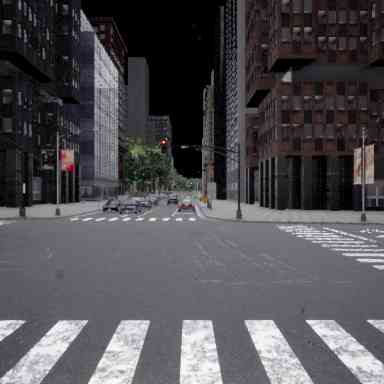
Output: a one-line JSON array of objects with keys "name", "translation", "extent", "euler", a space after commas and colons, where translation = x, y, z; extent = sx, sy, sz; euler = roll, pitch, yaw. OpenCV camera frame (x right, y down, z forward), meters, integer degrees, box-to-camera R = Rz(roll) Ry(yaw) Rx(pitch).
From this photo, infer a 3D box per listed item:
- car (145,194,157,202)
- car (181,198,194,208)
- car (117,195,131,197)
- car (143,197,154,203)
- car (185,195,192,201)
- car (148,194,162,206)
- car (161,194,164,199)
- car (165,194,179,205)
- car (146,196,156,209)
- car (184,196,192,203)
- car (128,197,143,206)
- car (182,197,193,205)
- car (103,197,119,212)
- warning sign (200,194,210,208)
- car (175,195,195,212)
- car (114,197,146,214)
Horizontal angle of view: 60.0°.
[{"name": "car", "translation": [-9.392, 1.417, 76.900], "extent": [2.192, 1.841, 5.009], "euler": [0, 0, 0]}, {"name": "car", "translation": [-0.686, 1.615, 49.822], "extent": [1.802, 1.307, 4.206], "euler": [0, 0, 0]}, {"name": "car", "translation": [-9.176, 1.335, 44.345], "extent": [2.192, 1.841, 5.009], "euler": [0, 0, 0]}, {"name": "car", "translation": [-9.355, 1.669, 71.474], "extent": [1.802, 1.307, 4.206], "euler": [0, 0, 0]}, {"name": "car", "translation": [-0.939, 1.574, 87.797], "extent": [1.967, 1.590, 4.097], "euler": [0, 0, 0]}, {"name": "car", "translation": [-6.571, 1.551, 55.547], "extent": [1.837, 1.490, 4.892], "euler": [0, 0, 0]}, {"name": "car", "translation": [-9.465, 1.449, 87.752], "extent": [2.192, 1.841, 5.009], "euler": [0, 0, 0]}, {"name": "car", "translation": [-3.416, 1.561, 60.143], "extent": [1.837, 1.490, 4.892], "euler": [0, 0, 0]}, {"name": "car", "translation": [-6.523, 1.586, 45.354], "extent": [1.994, 1.385, 4.181], "euler": [0, 0, -1]}, {"name": "car", "translation": [-0.832, 1.613, 71.692], "extent": [1.752, 1.417, 4.829], "euler": [0, 0, 0]}, {"name": "car", "translation": [-9.246, 1.570, 55.026], "extent": [1.752, 1.417, 4.829], "euler": [0, 0, 0]}, {"name": "car", "translation": [-0.758, 1.603, 60.672], "extent": [1.887, 1.381, 4.507], "euler": [0, 0, 0]}, {"name": "car", "translation": [-9.139, 1.574, 38.919], "extent": [1.947, 1.339, 4.313], "euler": [0, 0, 0]}, {"name": "warning sign", "translation": [1.672, 1.132, 42.659], "extent": [1.300, 1.860, 1.060], "euler": [0, 0, 0]}, {"name": "car", "translation": [-0.615, 1.448, 38.973], "extent": [1.967, 1.590, 4.097], "euler": [0, 0, 0]}, {"name": "car", "translation": [-6.459, 1.548, 35.399], "extent": [2.033, 1.411, 5.357], "euler": [0, 0, -1]}]
